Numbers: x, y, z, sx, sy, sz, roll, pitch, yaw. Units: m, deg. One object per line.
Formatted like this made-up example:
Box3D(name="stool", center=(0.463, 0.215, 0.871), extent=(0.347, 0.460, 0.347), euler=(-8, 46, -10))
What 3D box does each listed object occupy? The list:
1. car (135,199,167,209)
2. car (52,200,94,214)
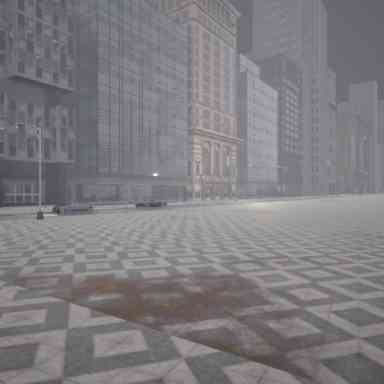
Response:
Box3D(name="car", center=(-5.524, 1.596, 44.994), extent=(1.895, 1.301, 4.718), euler=(0, 0, 35))
Box3D(name="car", center=(-12.509, 1.577, 35.174), extent=(1.994, 1.385, 4.181), euler=(0, 0, 37))
